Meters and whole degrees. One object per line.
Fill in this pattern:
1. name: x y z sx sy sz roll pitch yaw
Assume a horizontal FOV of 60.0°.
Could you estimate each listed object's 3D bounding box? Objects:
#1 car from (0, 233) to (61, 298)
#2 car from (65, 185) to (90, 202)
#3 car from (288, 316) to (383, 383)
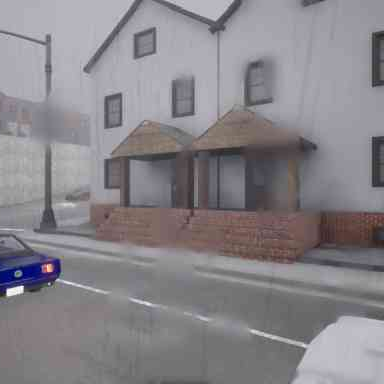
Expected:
1. car: -5.160 1.601 7.646 4.718 1.301 1.895 0 0 36
2. car: -10.934 0.033 34.253 1.994 1.385 4.181 0 11 35
3. car: 2.959 1.601 1.872 4.718 1.301 1.895 0 0 36
